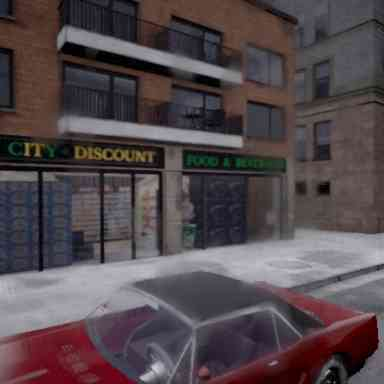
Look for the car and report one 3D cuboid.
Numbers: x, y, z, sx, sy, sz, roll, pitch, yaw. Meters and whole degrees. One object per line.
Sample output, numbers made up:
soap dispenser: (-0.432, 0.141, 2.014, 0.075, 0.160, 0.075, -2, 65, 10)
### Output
car: (-0.261, 1.599, 3.192, 4.718, 1.301, 1.895, 0, 0, -36)
